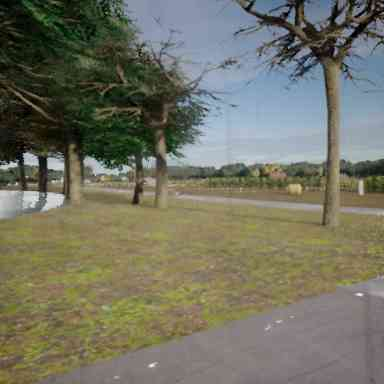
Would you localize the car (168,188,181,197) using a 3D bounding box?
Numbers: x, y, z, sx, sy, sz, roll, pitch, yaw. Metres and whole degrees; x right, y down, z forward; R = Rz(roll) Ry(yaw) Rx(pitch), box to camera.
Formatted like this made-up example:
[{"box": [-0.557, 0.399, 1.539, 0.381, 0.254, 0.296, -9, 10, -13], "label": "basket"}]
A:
[{"box": [-3.888, 0.004, 60.455, 1.812, 1.442, 4.674, -2, 3, -36], "label": "car"}]
